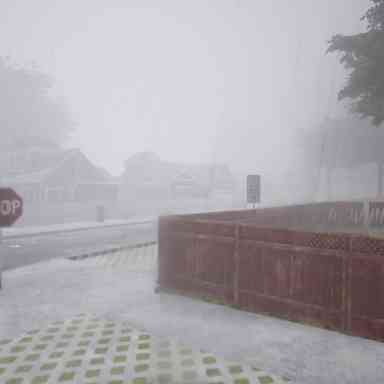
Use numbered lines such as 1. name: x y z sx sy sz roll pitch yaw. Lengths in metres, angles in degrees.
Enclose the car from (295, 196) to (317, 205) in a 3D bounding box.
1. car: 15.698 1.354 45.659 1.837 1.490 4.892 0 0 36
